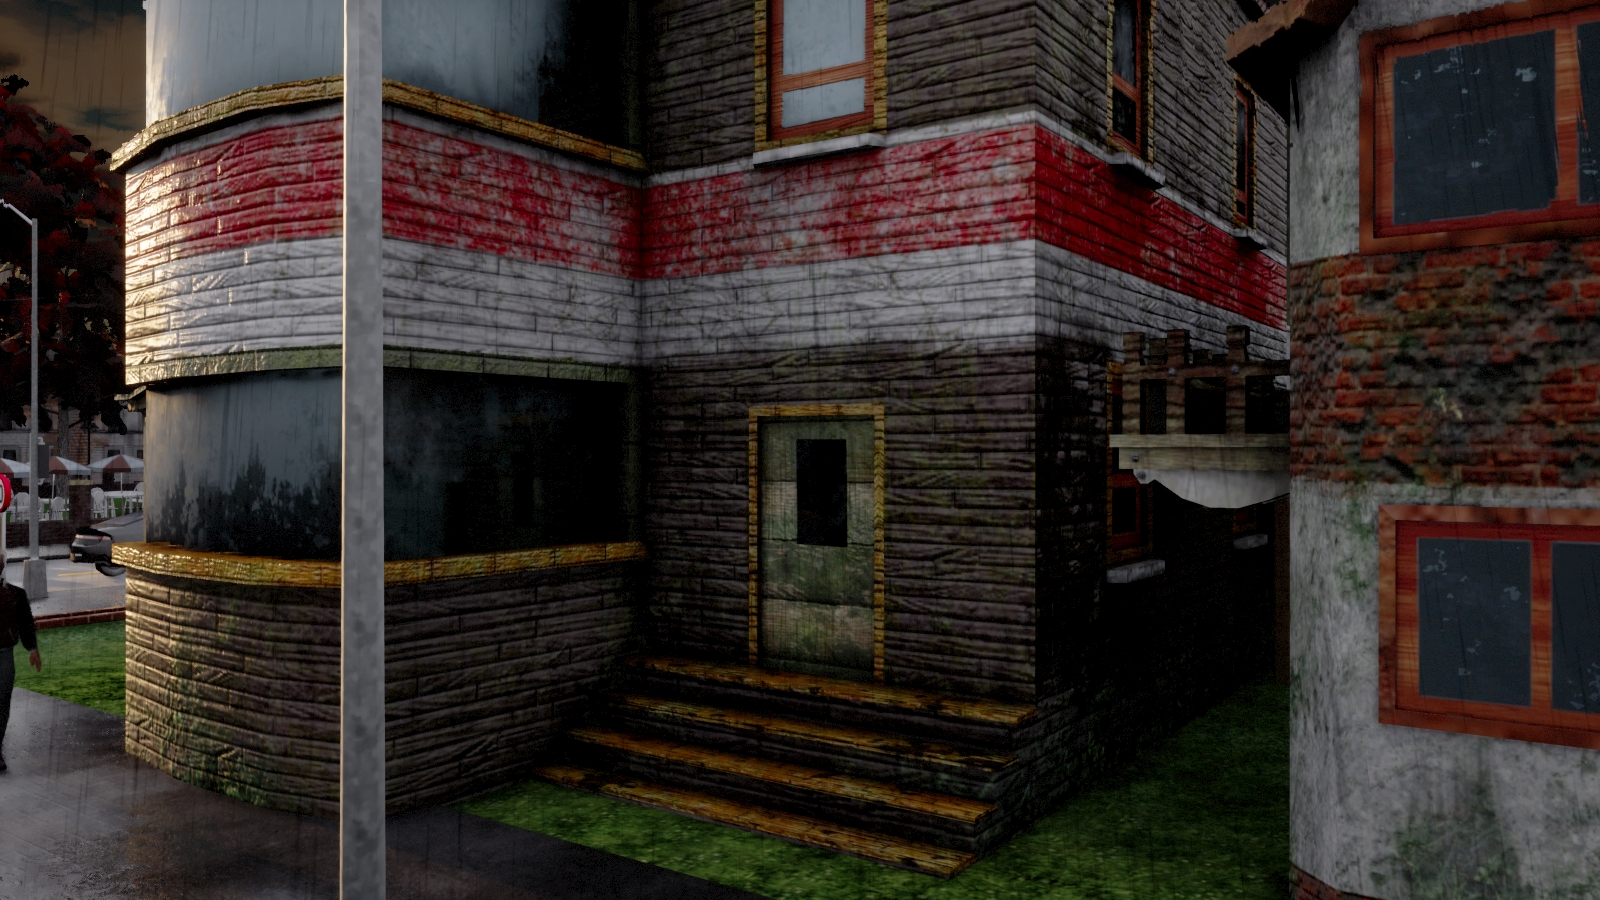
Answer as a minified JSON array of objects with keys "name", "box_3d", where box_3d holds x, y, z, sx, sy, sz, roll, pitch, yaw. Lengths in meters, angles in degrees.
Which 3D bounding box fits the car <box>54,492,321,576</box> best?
[{"name":"car","box_3d":[-13.748,1.817,25.958,2.128,1.511,4.902,0,0,34]}]

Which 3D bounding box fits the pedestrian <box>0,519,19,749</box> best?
[{"name":"pedestrian","box_3d":[-6.722,1.521,9.474,0.375,1.860,0.375,0,0,-39]}]
